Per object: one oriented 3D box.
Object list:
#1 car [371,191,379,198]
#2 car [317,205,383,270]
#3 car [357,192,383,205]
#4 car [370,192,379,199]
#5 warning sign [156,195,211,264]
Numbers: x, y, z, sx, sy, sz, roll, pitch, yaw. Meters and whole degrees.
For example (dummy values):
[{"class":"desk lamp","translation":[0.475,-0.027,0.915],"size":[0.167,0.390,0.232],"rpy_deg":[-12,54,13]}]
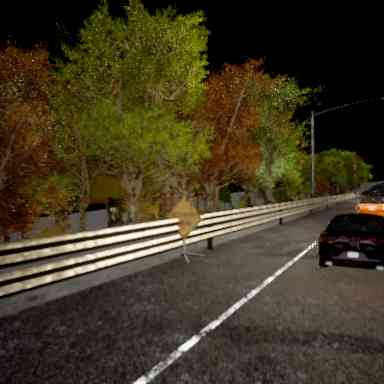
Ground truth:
[{"class":"car","translation":[45.793,0.649,83.125],"size":[1.801,1.575,5.366],"rpy_deg":[0,0,30]},{"class":"car","translation":[5.208,1.381,10.358],"size":[1.882,1.535,5.008],"rpy_deg":[0,0,30]},{"class":"car","translation":[13.082,1.119,24.039],"size":[2.097,1.767,4.553],"rpy_deg":[0,0,30]},{"class":"car","translation":[42.706,0.752,77.759],"size":[1.837,1.490,4.892],"rpy_deg":[0,0,30]},{"class":"warning sign","translation":[-0.237,1.069,10.105],"size":[1.300,1.860,1.060],"rpy_deg":[1,3,30]}]
